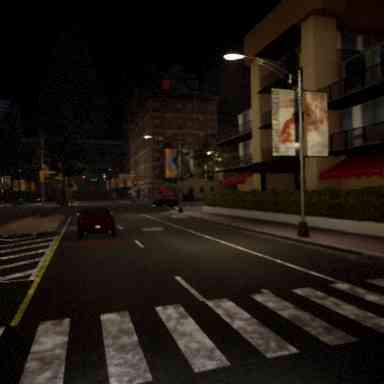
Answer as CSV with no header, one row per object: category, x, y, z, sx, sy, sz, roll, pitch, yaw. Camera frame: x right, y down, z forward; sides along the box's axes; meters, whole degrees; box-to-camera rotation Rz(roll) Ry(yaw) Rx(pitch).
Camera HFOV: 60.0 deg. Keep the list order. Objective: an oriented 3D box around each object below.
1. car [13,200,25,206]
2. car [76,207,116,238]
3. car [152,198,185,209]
car,-40.367,2.454,77.750,1.895,1.301,4.718,-1,0,-18
car,-5.454,1.590,18.837,1.882,1.535,5.008,-1,0,-18
car,-3.258,1.559,46.757,4.892,1.490,1.837,-2,-1,-40
